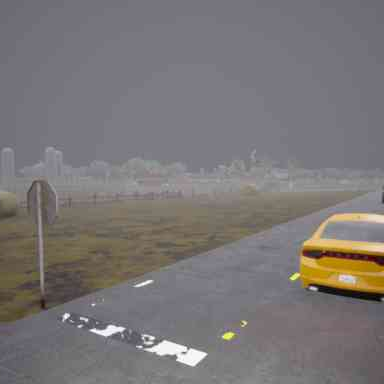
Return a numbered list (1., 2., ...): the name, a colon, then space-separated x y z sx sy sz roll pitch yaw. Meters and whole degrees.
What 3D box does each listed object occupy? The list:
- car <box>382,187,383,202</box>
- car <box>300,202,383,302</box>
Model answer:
1. car: 20.067 0.052 32.760 2.150 2.045 5.566 0 2 33
2. car: 3.944 1.230 7.673 1.882 1.535 5.008 0 2 33
